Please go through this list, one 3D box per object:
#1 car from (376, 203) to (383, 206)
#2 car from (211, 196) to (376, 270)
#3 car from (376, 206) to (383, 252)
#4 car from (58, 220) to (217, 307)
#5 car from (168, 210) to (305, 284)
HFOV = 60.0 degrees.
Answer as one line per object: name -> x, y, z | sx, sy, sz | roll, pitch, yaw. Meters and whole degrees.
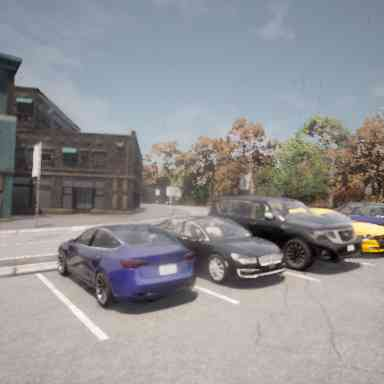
car -> 7.294, 1.237, 14.623 | 2.185, 1.767, 4.553 | -1, 1, -36
car -> 2.757, 1.189, 11.385 | 2.435, 2.045, 5.566 | -1, 0, -36
car -> 5.013, 1.406, 13.039 | 2.097, 1.535, 5.008 | -1, 0, -36
car -> -1.805, 1.510, 8.197 | 2.163, 1.488, 4.792 | 0, 0, -36
car -> 0.470, 1.466, 9.794 | 2.231, 1.521, 4.892 | 0, 0, -36
